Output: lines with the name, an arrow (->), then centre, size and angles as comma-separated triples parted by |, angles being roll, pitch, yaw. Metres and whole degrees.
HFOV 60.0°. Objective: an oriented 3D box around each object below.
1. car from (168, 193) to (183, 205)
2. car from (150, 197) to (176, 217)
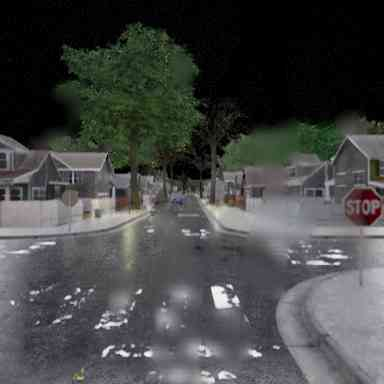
car -> -2.738, 1.183, 56.533 | 2.150, 2.045, 5.566 | 0, 0, 0
car -> -2.743, 1.484, 30.883 | 1.837, 1.490, 4.892 | 0, 0, 0
